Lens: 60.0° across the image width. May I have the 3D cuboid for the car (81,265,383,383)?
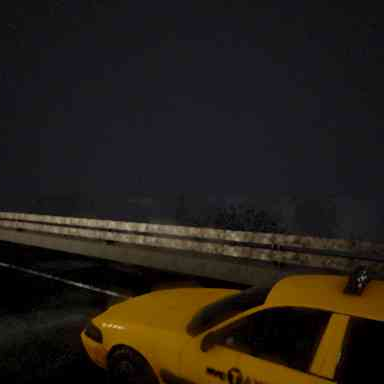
[{"bbox_3d":[1.179,1.454,3.029,5.366,1.575,1.801,0,0,36],"label":"car"}]
